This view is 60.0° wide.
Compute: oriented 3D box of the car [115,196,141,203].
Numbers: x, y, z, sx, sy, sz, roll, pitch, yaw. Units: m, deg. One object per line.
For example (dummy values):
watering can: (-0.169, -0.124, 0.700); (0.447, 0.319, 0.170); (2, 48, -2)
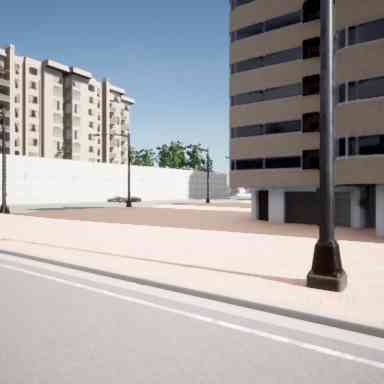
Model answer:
car: (-12.466, 1.520, 67.362); (2.128, 1.511, 4.902); (0, 0, 36)

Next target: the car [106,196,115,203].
car: (-15.670, 1.539, 68.887); (1.994, 1.385, 4.181); (0, 0, 36)
